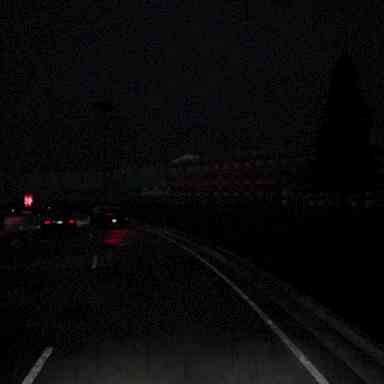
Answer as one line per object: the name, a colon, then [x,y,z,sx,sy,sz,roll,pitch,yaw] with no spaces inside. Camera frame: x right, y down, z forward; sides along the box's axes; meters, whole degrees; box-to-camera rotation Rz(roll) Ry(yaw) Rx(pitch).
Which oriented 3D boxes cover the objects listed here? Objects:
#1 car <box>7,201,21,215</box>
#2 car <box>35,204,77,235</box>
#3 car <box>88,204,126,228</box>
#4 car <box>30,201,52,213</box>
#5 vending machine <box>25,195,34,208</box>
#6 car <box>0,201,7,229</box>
car: [-20.291,1.709,36.486,1.837,1.490,4.892,0,-1,-42]
car: [-7.959,1.645,19.610,2.033,1.411,5.357,0,0,-25]
car: [-6.084,1.607,23.499,1.837,1.490,4.892,0,0,-27]
car: [-16.958,1.759,37.980,1.994,1.385,4.181,0,0,-41]
vending machine: [-26.940,1.490,55.005,1.100,2.100,0.880,0,0,-42]
car: [-13.642,1.609,22.199,1.882,1.535,5.008,0,0,-30]
